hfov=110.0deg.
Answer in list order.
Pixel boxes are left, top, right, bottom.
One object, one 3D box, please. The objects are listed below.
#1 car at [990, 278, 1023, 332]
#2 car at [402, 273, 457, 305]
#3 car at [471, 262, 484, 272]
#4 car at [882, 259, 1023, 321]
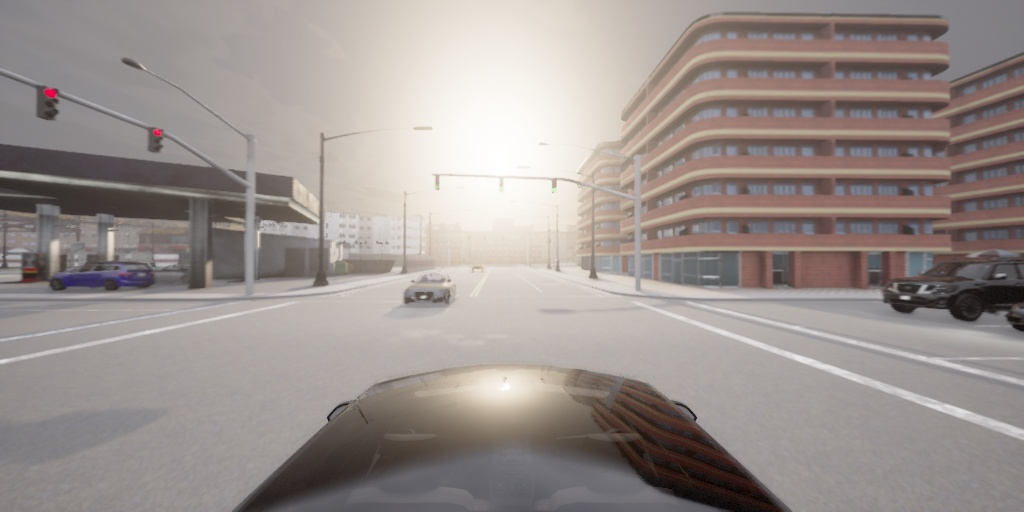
[{"bbox_3d":[15.942,1.403,9.291,4.674,1.442,1.812,0,-1,-2],"label":"car"},{"bbox_3d":[-3.744,1.518,16.951,1.994,1.385,4.181,0,0,-2],"label":"car"},{"bbox_3d":[-5.521,1.628,57.740,1.882,1.535,5.008,0,-1,-3],"label":"car"},{"bbox_3d":[16.720,1.136,12.823,5.566,2.045,2.150,0,-1,-2],"label":"car"}]
